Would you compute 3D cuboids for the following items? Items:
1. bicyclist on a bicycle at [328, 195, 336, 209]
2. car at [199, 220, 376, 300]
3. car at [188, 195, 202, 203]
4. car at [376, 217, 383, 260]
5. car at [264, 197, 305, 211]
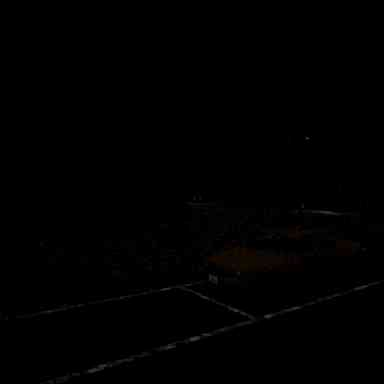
[{"bbox_3d":[16.404,1.159,38.940,1.656,1.620,0.582,0,0,-34],"label":"bicyclist on a bicycle"},{"bbox_3d":[2.432,1.527,8.389,4.829,1.417,1.752,0,1,-35],"label":"car"},{"bbox_3d":[-0.376,1.196,58.003,1.895,1.301,4.718,1,0,-34],"label":"car"},{"bbox_3d":[7.196,1.547,11.688,4.507,1.381,1.887,0,1,-35],"label":"car"},{"bbox_3d":[10.239,1.269,36.905,2.128,1.511,4.902,1,0,-34],"label":"car"}]
